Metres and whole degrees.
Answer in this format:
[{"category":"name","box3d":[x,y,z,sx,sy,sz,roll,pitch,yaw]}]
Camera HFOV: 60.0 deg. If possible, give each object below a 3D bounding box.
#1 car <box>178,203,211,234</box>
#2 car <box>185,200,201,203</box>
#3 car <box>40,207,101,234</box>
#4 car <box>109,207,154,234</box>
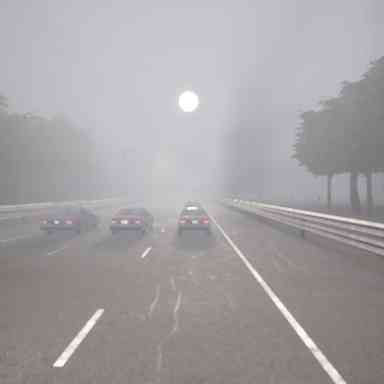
[{"category":"car","box3d":[0.125,1.600,19.517,2.033,1.411,5.357,0,0,0]},{"category":"car","box3d":[0.153,1.672,40.695,1.994,1.385,4.181,0,0,0]},{"category":"car","box3d":[-6.875,1.599,19.383,2.033,1.411,5.357,0,0,0]},{"category":"car","box3d":[-3.375,1.600,19.408,2.033,1.411,5.357,0,0,0]}]
